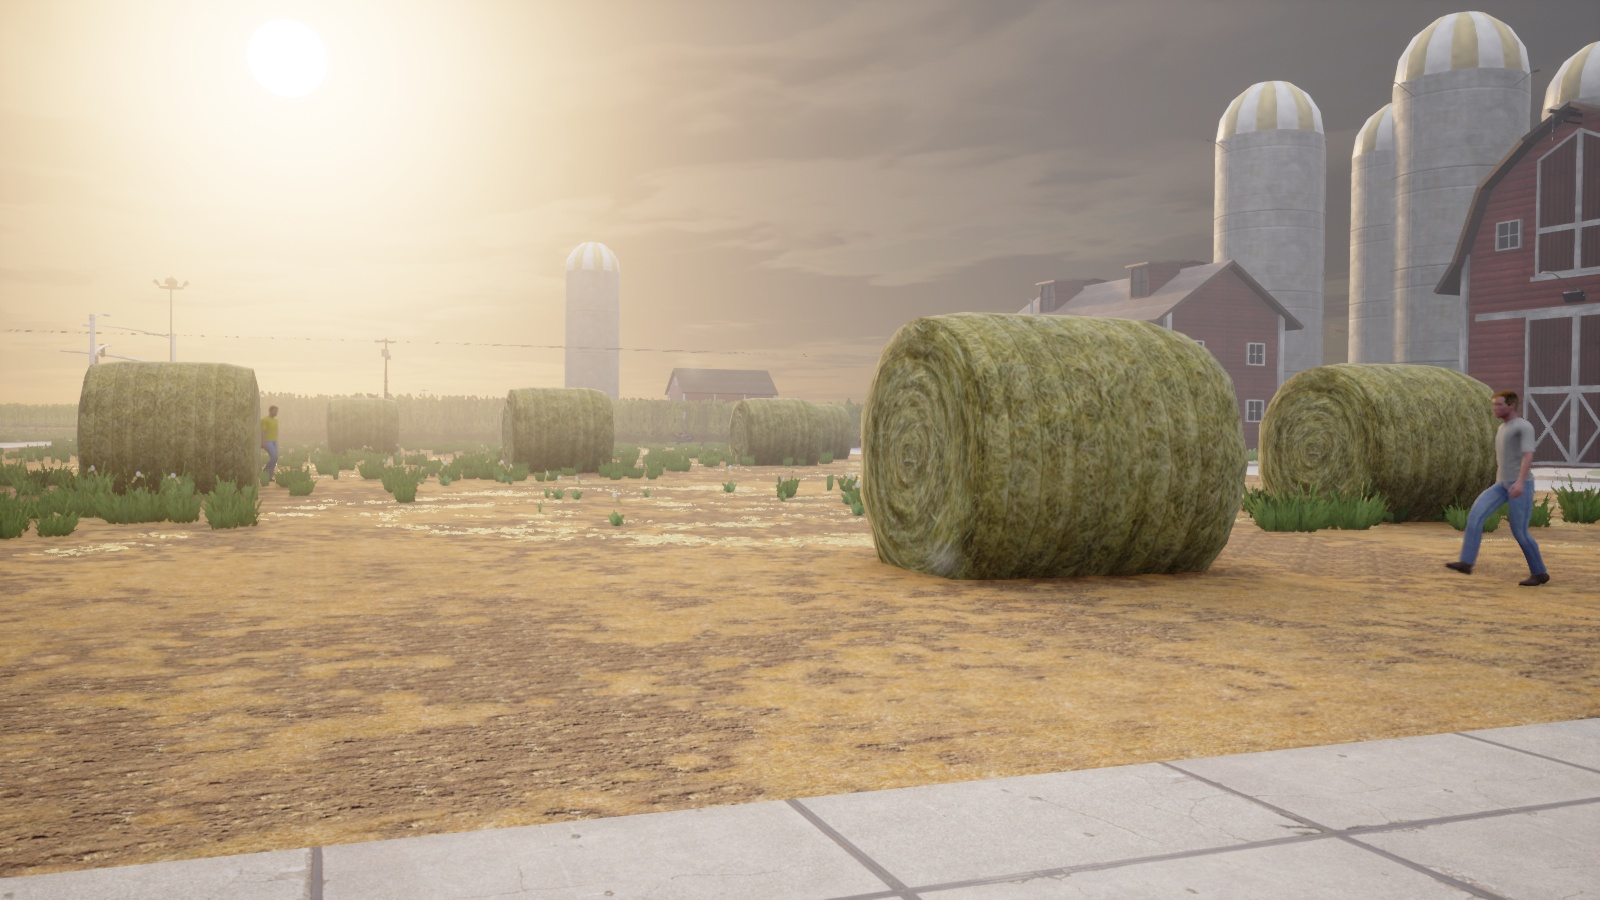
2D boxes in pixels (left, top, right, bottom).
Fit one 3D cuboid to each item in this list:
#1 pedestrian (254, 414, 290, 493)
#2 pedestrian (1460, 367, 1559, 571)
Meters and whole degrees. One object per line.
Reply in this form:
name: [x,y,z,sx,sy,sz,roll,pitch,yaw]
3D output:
pedestrian: [-12.363,0.079,29.382,0.706,1.836,0.354,0,1,23]
pedestrian: [6.516,0.169,11.548,0.706,1.836,0.354,-1,1,-1]
